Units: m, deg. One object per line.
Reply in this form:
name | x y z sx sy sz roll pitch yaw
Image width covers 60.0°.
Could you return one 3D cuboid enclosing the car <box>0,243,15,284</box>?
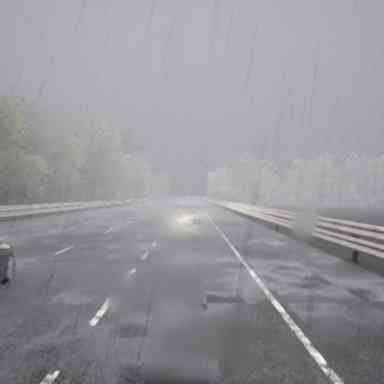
car | -5.078 1.575 6.886 2.128 1.511 4.902 0 -1 -17
